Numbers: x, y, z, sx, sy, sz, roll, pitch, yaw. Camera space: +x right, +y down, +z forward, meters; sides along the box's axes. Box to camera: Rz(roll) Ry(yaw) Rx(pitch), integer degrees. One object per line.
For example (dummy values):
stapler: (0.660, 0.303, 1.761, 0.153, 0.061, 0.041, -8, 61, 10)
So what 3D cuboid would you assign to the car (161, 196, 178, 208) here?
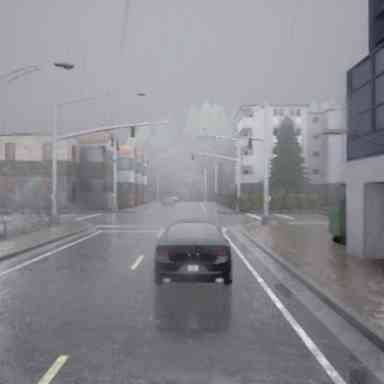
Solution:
car: (-3.581, 1.624, 50.217, 2.033, 1.411, 5.357, 0, 0, 0)

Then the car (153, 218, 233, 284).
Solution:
car: (0.048, 1.493, 9.624, 1.882, 1.535, 5.008, 0, 0, 1)

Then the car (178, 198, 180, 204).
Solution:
car: (-3.516, 1.582, 66.420, 1.882, 1.535, 5.008, 0, 0, 0)
